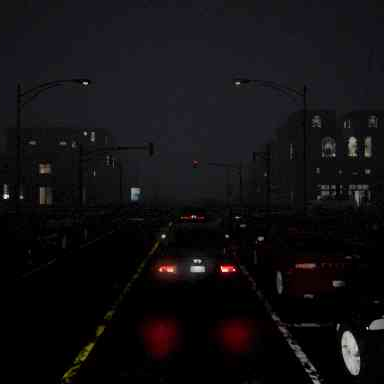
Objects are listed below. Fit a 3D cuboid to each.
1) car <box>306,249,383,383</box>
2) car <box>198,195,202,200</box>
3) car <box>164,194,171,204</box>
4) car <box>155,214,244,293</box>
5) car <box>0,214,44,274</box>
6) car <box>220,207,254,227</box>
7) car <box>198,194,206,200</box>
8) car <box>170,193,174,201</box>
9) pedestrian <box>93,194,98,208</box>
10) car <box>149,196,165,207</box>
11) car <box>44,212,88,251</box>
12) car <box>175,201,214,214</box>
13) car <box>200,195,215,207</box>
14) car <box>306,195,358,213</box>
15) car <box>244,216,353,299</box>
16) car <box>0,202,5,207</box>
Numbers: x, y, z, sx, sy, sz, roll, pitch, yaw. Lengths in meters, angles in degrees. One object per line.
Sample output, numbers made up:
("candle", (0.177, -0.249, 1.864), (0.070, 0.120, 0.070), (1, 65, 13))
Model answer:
("car", (2.694, 1.551, 2.628), (2.008, 1.369, 4.403), (0, 0, 0))
("car", (2.667, 1.590, 63.136), (1.802, 1.307, 4.206), (0, 0, 0))
("car", (-5.713, 1.559, 63.147), (2.008, 1.369, 4.403), (0, 0, 0))
("car", (0.097, 1.548, 8.978), (2.033, 1.411, 5.357), (0, 0, 0))
("car", (-5.688, 1.441, 8.333), (1.967, 1.590, 4.097), (0, 0, 0))
("car", (2.687, 1.553, 19.704), (2.008, 1.369, 4.403), (0, 0, 0))
("car", (2.656, 1.458, 90.747), (1.967, 1.590, 4.097), (0, 0, 0))
("car", (-5.717, 1.451, 74.191), (1.967, 1.590, 4.097), (0, 0, 0))
("pedestrian", (-12.570, 1.135, 43.234), (0.375, 1.860, 0.375), (0, -1, 1))
("car", (-5.708, 1.588, 52.103), (1.802, 1.307, 4.206), (0, 0, 0))
("car", (-5.692, 1.552, 14.025), (2.008, 1.369, 4.403), (0, 0, 0))
("car", (0.092, 1.507, 19.499), (1.837, 1.490, 4.892), (0, 0, 0))
("car", (2.672, 1.572, 52.094), (1.947, 1.339, 4.313), (0, 0, 0))
("car", (15.596, 1.315, 37.278), (5.566, 2.045, 2.150), (0, 0, 1))
("car", (2.691, 1.546, 8.320), (1.887, 1.381, 4.507), (0, 0, 0))
("car", (-25.468, 1.447, 40.483), (4.829, 1.417, 1.752), (0, -1, 1))
